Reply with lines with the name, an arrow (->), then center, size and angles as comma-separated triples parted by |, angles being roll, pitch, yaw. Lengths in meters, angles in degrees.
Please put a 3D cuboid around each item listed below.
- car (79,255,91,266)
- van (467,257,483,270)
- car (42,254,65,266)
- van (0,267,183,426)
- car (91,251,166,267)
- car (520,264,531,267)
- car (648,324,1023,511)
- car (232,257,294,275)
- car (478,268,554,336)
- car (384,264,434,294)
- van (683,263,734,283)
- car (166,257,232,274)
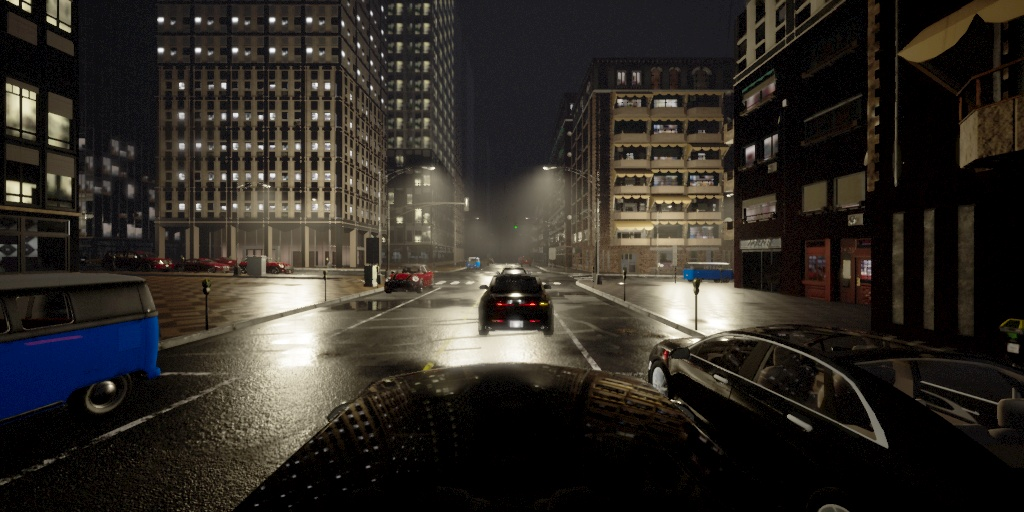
car -> -43.695, 0.466, 39.285 | 4.829, 1.417, 1.751 | 0, 0, 0
van -> -5.685, 1.104, 52.659 | 1.690, 1.789, 3.998 | 0, 0, 0
car -> -49.101, 0.399, 39.273 | 4.313, 1.339, 1.948 | 0, 0, 0
van -> -5.688, 1.091, 3.239 | 1.690, 1.789, 3.998 | 0, 0, 0
car -> -32.292, 0.482, 30.929 | 5.009, 1.841, 2.192 | 0, 0, 0
car -> 0.102, 1.316, 19.676 | 1.994, 1.385, 4.181 | 0, 0, 0
car -> 2.692, 1.300, 3.238 | 2.007, 1.370, 4.403 | 0, 0, 0
car -> -21.143, 0.822, 30.953 | 4.097, 1.591, 1.967 | 0, 0, 0
car -> 0.102, 1.255, 10.342 | 1.837, 1.490, 4.892 | 0, 0, 0
car -> -5.687, 1.192, 20.185 | 1.967, 1.591, 4.097 | 0, 0, 0
van -> 16.916, 1.457, 30.900 | 3.998, 1.789, 1.690 | 0, 0, 0
car -> -26.718, 0.857, 30.941 | 4.207, 1.307, 1.802 | 0, 0, 0
